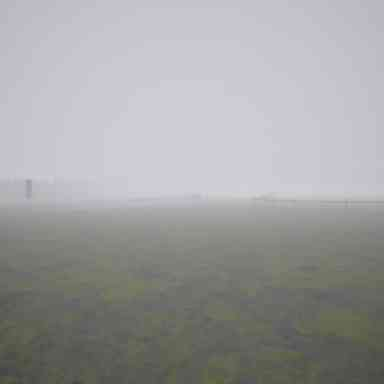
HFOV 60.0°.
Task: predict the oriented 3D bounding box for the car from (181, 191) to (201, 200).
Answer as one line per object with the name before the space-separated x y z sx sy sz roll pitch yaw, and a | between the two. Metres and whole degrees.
car | -0.161 0.589 61.881 2.097 1.767 4.553 0 1 31
